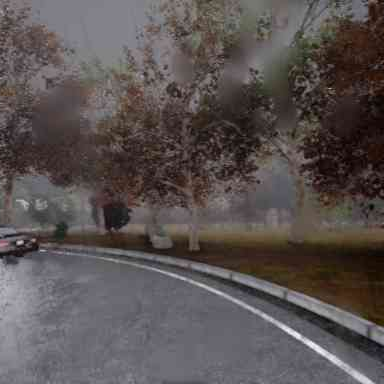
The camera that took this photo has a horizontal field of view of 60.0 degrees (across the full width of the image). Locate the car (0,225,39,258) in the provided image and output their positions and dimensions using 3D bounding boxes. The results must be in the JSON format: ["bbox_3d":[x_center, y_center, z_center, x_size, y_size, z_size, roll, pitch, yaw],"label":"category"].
[{"bbox_3d":[-8.815,2.050,13.798,5.357,1.411,2.033,-2,-1,26],"label":"car"}]
